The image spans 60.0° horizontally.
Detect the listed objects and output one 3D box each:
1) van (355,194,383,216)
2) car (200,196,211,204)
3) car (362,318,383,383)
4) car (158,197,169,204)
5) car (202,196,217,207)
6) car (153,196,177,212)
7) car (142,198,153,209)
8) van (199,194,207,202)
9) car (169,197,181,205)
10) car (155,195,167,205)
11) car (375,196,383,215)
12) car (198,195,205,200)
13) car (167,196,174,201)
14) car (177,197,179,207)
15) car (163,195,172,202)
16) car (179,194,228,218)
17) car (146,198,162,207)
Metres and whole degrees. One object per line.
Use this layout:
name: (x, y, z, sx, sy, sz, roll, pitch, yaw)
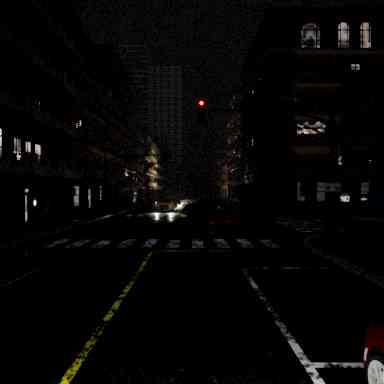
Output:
van: (15.628, 1.035, 27.397, 3.998, 1.788, 1.690, -1, 1, -1)
car: (2.649, 1.576, 67.402, 2.008, 1.369, 4.403, -1, 0, 0)
car: (2.684, 1.544, 1.819, 1.887, 1.381, 4.507, 0, 0, 0)
car: (-5.732, 1.608, 67.403, 1.802, 1.307, 4.206, -1, 0, 0)
car: (2.656, 1.453, 50.819, 1.967, 1.590, 4.097, -1, 0, 0)
car: (-3.117, 1.483, 39.313, 1.882, 1.535, 5.008, 0, 0, 0)
car: (-5.719, 1.560, 45.292, 2.008, 1.369, 4.403, 0, 0, 0)
van: (2.640, 1.377, 78.458, 1.690, 1.788, 3.998, -1, 0, 0)
car: (-3.099, 1.621, 60.417, 1.895, 1.301, 4.718, 0, 0, 1)
car: (-5.730, 1.461, 61.875, 1.967, 1.590, 4.097, -1, 0, 0)
car: (16.851, 1.200, 24.843, 4.892, 1.490, 1.837, -1, 0, -1)
car: (2.633, 1.600, 95.042, 1.887, 1.381, 4.507, -1, 0, 0)
car: (-5.743, 1.631, 89.515, 1.802, 1.307, 4.206, -1, 0, 0)
car: (-3.120, 1.560, 49.942, 2.033, 1.411, 5.357, 0, 0, 0)
car: (-5.738, 1.561, 78.289, 1.752, 1.417, 4.829, -1, 0, 0)
car: (1.135, 1.355, 29.917, 2.097, 1.767, 4.553, 1, 0, -33)
car: (-5.723, 1.579, 50.819, 1.947, 1.339, 4.313, 0, 0, 0)
